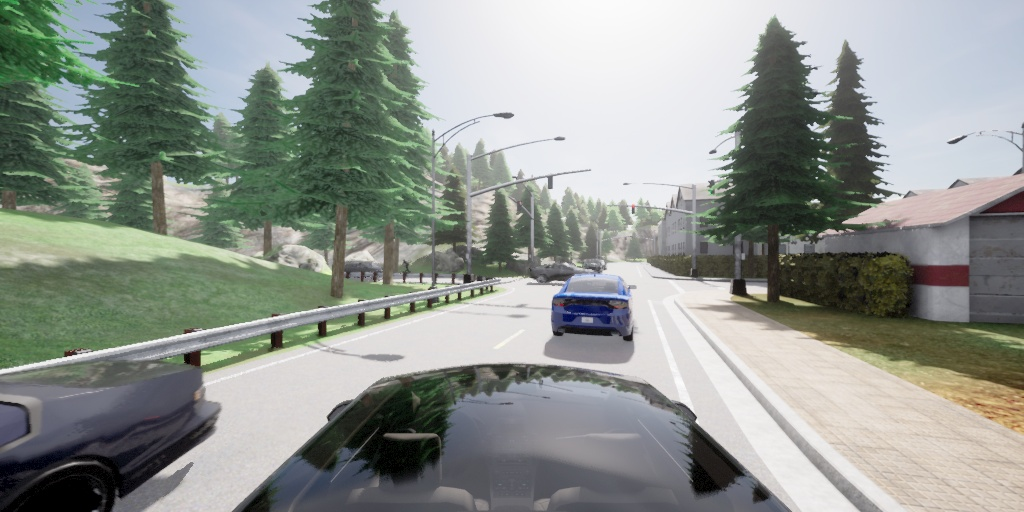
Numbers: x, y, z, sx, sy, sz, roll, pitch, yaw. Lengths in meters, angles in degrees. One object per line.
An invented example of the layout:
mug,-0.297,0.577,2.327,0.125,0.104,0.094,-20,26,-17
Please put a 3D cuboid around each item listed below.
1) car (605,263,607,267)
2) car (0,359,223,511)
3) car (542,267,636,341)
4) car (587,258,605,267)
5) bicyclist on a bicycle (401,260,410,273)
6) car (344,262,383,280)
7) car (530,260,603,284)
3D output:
car,12.955,1.317,52.724,2.033,1.411,5.357,0,0,19
car,-3.851,1.296,0.985,2.033,1.411,5.357,0,0,6
car,2.405,1.231,10.088,1.882,1.535,5.008,0,0,18
car,9.586,1.118,42.822,2.097,1.767,4.553,0,0,19
bicyclist on a bicycle,-11.316,1.177,38.109,0.582,1.620,1.656,-2,5,18
car,-12.595,1.265,31.095,4.902,1.511,2.128,0,0,18
car,3.723,1.258,25.701,4.902,1.511,2.128,0,0,18
